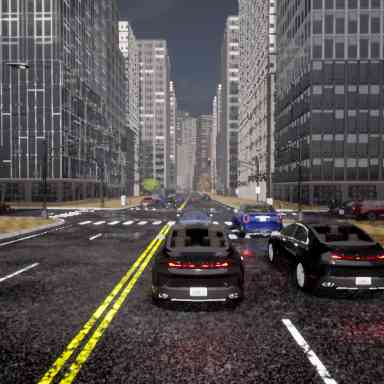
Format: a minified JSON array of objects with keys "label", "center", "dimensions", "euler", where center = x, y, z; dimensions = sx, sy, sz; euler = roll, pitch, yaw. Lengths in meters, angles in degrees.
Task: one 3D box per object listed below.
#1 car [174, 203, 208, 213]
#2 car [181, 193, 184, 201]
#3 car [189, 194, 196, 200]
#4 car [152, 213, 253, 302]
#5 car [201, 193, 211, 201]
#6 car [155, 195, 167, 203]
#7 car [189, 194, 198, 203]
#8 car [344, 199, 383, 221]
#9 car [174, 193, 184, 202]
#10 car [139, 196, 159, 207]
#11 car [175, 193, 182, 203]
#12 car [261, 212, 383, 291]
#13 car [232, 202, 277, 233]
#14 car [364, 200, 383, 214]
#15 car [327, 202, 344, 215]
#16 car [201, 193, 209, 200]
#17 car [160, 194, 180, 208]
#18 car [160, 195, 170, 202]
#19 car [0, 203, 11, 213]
[{"label":"car","center":[0.149,1.538,17.810],"dimensions":[2.033,1.411,5.357],"euler":[0,0,0]},{"label":"car","center":[-3.088,1.468,67.446],"dimensions":[1.812,1.442,4.674],"euler":[0,0,1]},{"label":"car","center":[0.249,1.387,90.190],"dimensions":[1.882,1.535,5.008],"euler":[0,0,0]},{"label":"car","center":[0.121,1.501,8.255],"dimensions":[1.837,1.490,4.892],"euler":[0,0,0]},{"label":"car","center":[3.470,1.396,79.343],"dimensions":[1.882,1.535,5.008],"euler":[0,0,0]},{"label":"car","center":[-6.332,1.420,67.668],"dimensions":[1.882,1.535,5.008],"euler":[0,0,0]},{"label":"car","center":[0.284,1.464,70.505],"dimensions":[1.812,1.442,4.674],"euler":[0,0,0]},{"label":"car","center":[16.279,1.519,28.520],"dimensions":[5.009,1.841,2.192],"euler":[1,0,1]},{"label":"car","center":[-3.035,1.154,77.898],"dimensions":[2.150,2.045,5.566],"euler":[0,0,0]},{"label":"car","center":[-6.453,1.491,49.059],"dimensions":[1.812,1.442,4.674],"euler":[0,0,2]},{"label":"car","center":[-3.174,1.460,57.625],"dimensions":[1.837,1.490,4.892],"euler":[0,0,0]},{"label":"car","center":[3.375,1.500,8.961],"dimensions":[1.837,1.490,4.892],"euler":[0,0,0]},{"label":"car","center":[3.398,1.342,18.044],"dimensions":[2.097,1.767,4.553],"euler":[0,0,0]},{"label":"car","center":[21.911,1.643,36.791],"dimensions":[4.829,1.417,1.752],"euler":[1,0,1]},{"label":"car","center":[16.522,1.617,34.301],"dimensions":[4.892,1.490,1.837],"euler":[1,1,1]},{"label":"car","center":[3.498,1.097,89.732],"dimensions":[2.097,1.767,4.553],"euler":[0,0,0]},{"label":"car","center":[-3.207,1.470,48.286],"dimensions":[1.837,1.490,4.892],"euler":[0,0,0]},{"label":"car","center":[-6.285,1.453,77.938],"dimensions":[1.812,1.442,4.674],"euler":[0,0,0]},{"label":"car","center":[-20.026,1.315,31.809],"dimensions":[5.008,1.535,1.882],"euler":[1,1,1]}]
